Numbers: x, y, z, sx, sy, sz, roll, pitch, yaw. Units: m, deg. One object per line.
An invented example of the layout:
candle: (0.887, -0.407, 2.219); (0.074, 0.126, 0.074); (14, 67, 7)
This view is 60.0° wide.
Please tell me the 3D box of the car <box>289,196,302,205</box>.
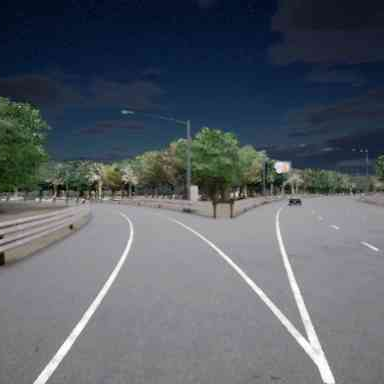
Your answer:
car: (17.218, 1.398, 55.421); (1.882, 1.535, 5.008); (-1, 0, 19)
